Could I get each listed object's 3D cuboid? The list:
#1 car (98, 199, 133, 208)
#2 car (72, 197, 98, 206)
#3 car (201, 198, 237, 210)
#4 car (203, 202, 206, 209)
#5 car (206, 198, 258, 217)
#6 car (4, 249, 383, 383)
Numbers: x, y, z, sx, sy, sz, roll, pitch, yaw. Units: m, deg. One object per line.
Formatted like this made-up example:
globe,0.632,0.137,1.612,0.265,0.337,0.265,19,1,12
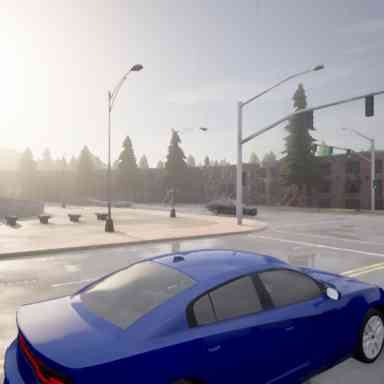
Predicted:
car,-10.502,1.600,46.486,4.718,1.301,1.895,0,0,34
car,-16.942,1.547,54.017,5.357,1.411,2.033,0,0,23
car,3.414,1.504,43.122,1.837,1.490,4.892,0,0,-39
car,3.586,1.547,36.895,2.033,1.411,5.357,0,0,-36
car,3.826,1.477,30.616,1.882,1.535,5.008,0,1,-36
car,0.528,1.478,4.175,5.008,1.535,1.882,0,0,-35
